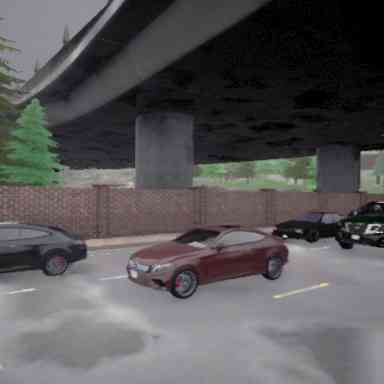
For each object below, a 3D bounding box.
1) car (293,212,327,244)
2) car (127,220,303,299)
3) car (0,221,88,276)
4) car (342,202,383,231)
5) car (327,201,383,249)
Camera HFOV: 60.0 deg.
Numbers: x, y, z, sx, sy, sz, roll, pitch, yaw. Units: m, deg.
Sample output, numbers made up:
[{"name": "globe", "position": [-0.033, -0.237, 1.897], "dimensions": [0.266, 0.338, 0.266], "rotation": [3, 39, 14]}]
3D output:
[{"name": "car", "position": [6.531, 1.728, 17.182], "dimensions": [5.357, 1.411, 2.033], "rotation": [1, 0, -35]}, {"name": "car", "position": [0.622, 1.588, 8.719], "dimensions": [4.674, 1.442, 1.812], "rotation": [1, 0, -35]}, {"name": "car", "position": [-5.193, 1.527, 8.890], "dimensions": [4.674, 1.442, 1.812], "rotation": [1, 0, -35]}, {"name": "car", "position": [11.626, 1.454, 20.679], "dimensions": [5.008, 1.535, 1.882], "rotation": [1, 0, -35]}, {"name": "car", "position": [8.506, 1.405, 14.291], "dimensions": [5.566, 2.045, 2.150], "rotation": [1, 0, -35]}]
